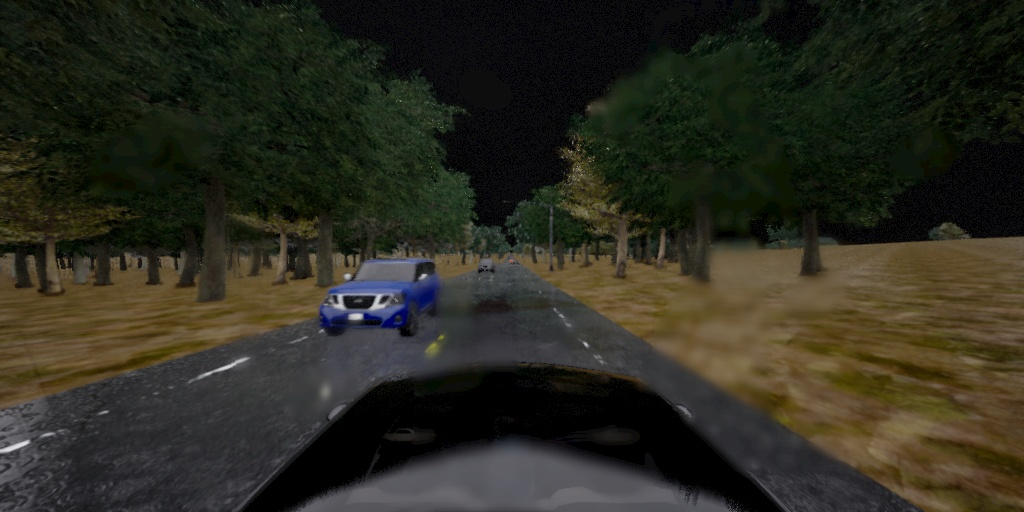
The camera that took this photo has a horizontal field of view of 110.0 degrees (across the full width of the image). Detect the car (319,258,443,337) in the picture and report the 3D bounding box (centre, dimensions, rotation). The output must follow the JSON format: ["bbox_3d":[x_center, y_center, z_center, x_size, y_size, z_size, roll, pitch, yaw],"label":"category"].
[{"bbox_3d":[-3.596,1.074,11.053,2.150,2.045,5.566,0,-1,0],"label":"car"}]

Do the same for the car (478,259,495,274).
[{"bbox_3d":[-3.567,1.422,50.860,2.150,2.045,5.566,0,0,0],"label":"car"}]
